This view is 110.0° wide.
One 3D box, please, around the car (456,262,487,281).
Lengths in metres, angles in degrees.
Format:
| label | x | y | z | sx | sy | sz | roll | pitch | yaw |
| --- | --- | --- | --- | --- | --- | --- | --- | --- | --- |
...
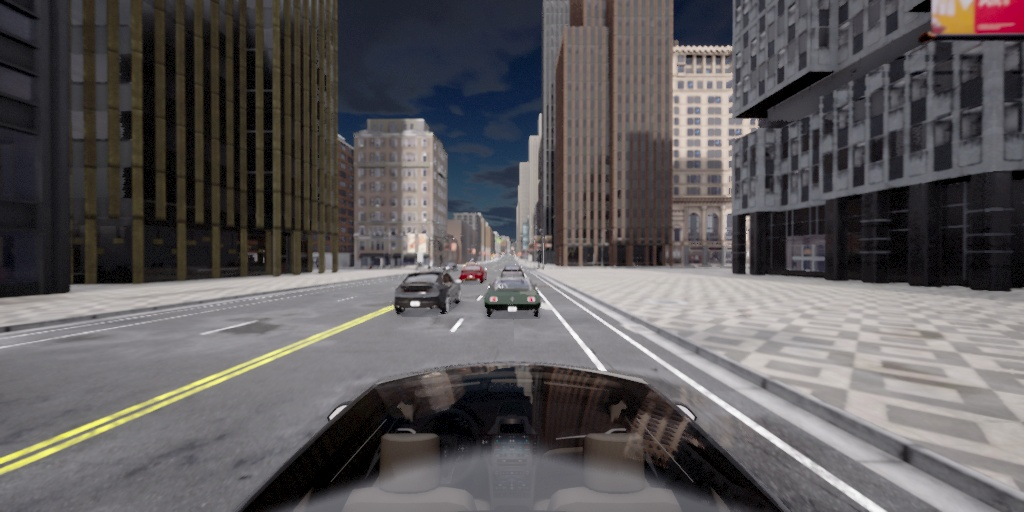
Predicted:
| label | x | y | z | sx | sy | sz | roll | pitch | yaw |
| --- | --- | --- | --- | --- | --- | --- | --- | --- | --- |
| car | -3.205 | 1.465 | 30.531 | 1.882 | 1.535 | 5.008 | 0 | 0 | 0 |

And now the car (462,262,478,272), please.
| label | x | y | z | sx | sy | sz | roll | pitch | yaw |
| --- | --- | --- | --- | --- | --- | --- | --- | --- | --- |
| car | -6.570 | 1.719 | 55.979 | 1.882 | 1.535 | 5.008 | 0 | -1 | 0 |

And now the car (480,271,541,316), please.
| label | x | y | z | sx | sy | sz | roll | pitch | yaw |
| --- | --- | --- | --- | --- | --- | --- | --- | --- | --- |
| car | 0.034 | 1.440 | 13.740 | 1.895 | 1.301 | 4.718 | 0 | 0 | 0 |

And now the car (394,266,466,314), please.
| label | x | y | z | sx | sy | sz | roll | pitch | yaw |
| --- | --- | --- | --- | --- | --- | --- | --- | --- | --- |
| car | -3.209 | 1.350 | 14.364 | 1.837 | 1.490 | 4.892 | 0 | 0 | 0 |

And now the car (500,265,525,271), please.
| label | x | y | z | sx | sy | sz | roll | pitch | yaw |
| --- | --- | --- | --- | --- | --- | --- | --- | --- | --- |
| car | 0.036 | 1.468 | 29.349 | 2.128 | 1.511 | 4.902 | 0 | 0 | 0 |

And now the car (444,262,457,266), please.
| label | x | y | z | sx | sy | sz | roll | pitch | yaw |
| --- | --- | --- | --- | --- | --- | --- | --- | --- | --- |
| car | -9.809 | 1.745 | 57.163 | 2.128 | 1.511 | 4.902 | 0 | -1 | 1 |
